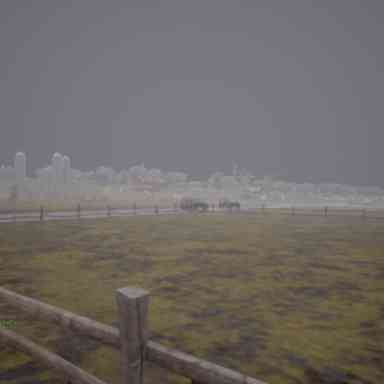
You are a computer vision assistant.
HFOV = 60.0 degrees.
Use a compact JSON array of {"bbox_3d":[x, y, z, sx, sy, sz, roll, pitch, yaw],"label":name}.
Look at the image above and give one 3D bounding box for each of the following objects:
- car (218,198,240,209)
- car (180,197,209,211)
[{"bbox_3d":[6.864,2.073,61.199,2.150,2.045,5.566,2,0,36],"label":"car"},{"bbox_3d":[0.402,1.870,52.135,2.150,2.045,5.566,2,0,36],"label":"car"}]
